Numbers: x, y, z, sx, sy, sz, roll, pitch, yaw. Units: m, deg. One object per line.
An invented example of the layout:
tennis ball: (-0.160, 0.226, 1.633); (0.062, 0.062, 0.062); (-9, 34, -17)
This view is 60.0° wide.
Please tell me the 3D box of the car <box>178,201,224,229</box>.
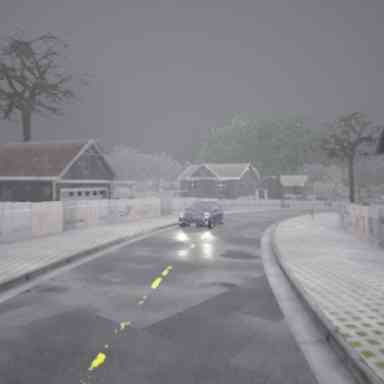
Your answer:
car: (0.708, 1.393, 21.926); (2.097, 1.767, 4.553); (1, 0, 17)
